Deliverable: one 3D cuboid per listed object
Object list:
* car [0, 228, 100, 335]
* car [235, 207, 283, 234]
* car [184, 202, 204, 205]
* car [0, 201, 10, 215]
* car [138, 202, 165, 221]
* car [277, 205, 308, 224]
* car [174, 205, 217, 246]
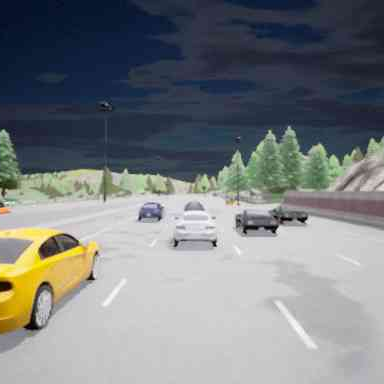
[{"bbox_3d":[-3.373,1.487,6.915,1.882,1.535,5.008,0,0,0],"label":"car"},{"bbox_3d":[3.659,1.649,19.651,1.895,1.301,4.718,0,0,0],"label":"car"},{"bbox_3d":[0.204,1.634,32.775,1.994,1.385,4.181,0,0,0],"label":"car"},{"bbox_3d":[-14.014,1.375,21.849,2.097,1.767,4.553,0,0,0],"label":"car"},{"bbox_3d":[-3.312,1.579,27.691,1.812,1.442,4.674,0,0,0],"label":"car"},{"bbox_3d":[7.180,1.667,25.364,1.895,1.301,4.718,0,0,0],"label":"car"},{"bbox_3d":[0.146,1.558,15.359,1.812,1.442,4.674,0,0,0],"label":"car"}]
